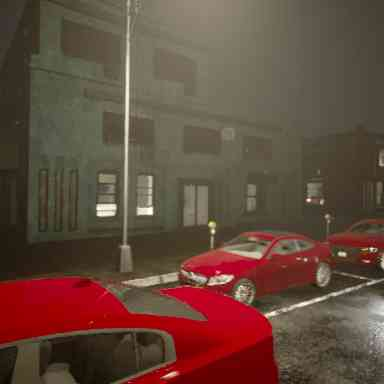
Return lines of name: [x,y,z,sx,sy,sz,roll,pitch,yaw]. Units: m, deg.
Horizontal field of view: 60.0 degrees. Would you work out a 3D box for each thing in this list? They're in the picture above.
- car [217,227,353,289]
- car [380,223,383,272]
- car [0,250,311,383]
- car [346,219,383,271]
car: [1.660,1.593,7.729,4.206,1.307,1.802,0,1,-35]
car: [6.872,1.525,8.262,4.892,1.490,1.837,0,0,-35]
car: [-1.566,1.478,2.248,5.008,1.535,1.882,0,0,-35]
car: [6.205,1.567,10.969,4.507,1.381,1.887,0,1,-35]
